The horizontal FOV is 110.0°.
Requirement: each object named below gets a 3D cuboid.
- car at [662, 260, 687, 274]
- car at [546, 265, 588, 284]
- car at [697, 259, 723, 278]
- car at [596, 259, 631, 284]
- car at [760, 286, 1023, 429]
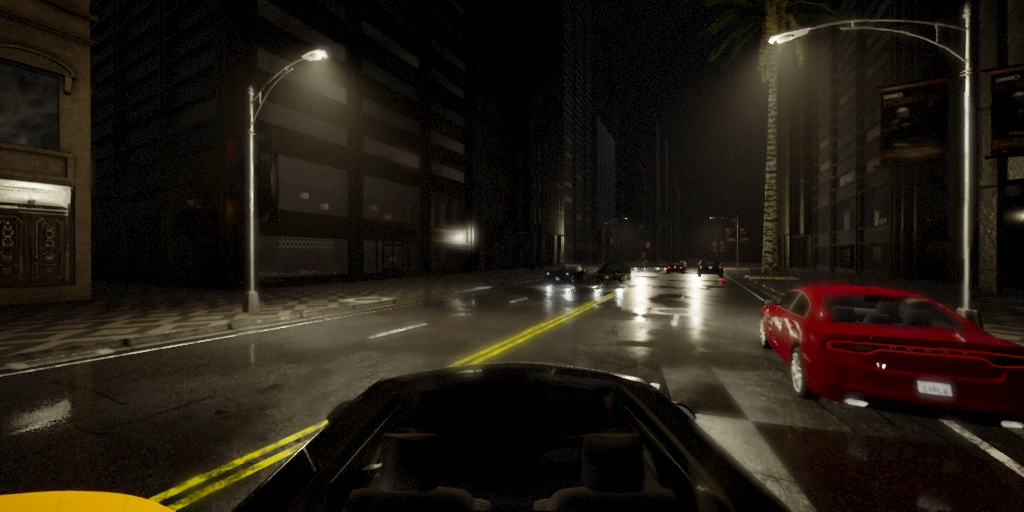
[{"bbox_3d":[18.662,1.306,40.809,2.033,1.411,5.357,0,0,27],"label":"car"},{"bbox_3d":[4.280,1.353,27.512,1.895,1.301,4.718,0,0,27],"label":"car"},{"bbox_3d":[19.300,1.108,34.986,2.097,1.767,4.553,0,0,27],"label":"car"},{"bbox_3d":[7.796,1.230,27.268,1.882,1.535,5.008,0,0,27],"label":"car"},{"bbox_3d":[5.516,1.226,5.915,1.882,1.535,5.008,0,0,27],"label":"car"}]
